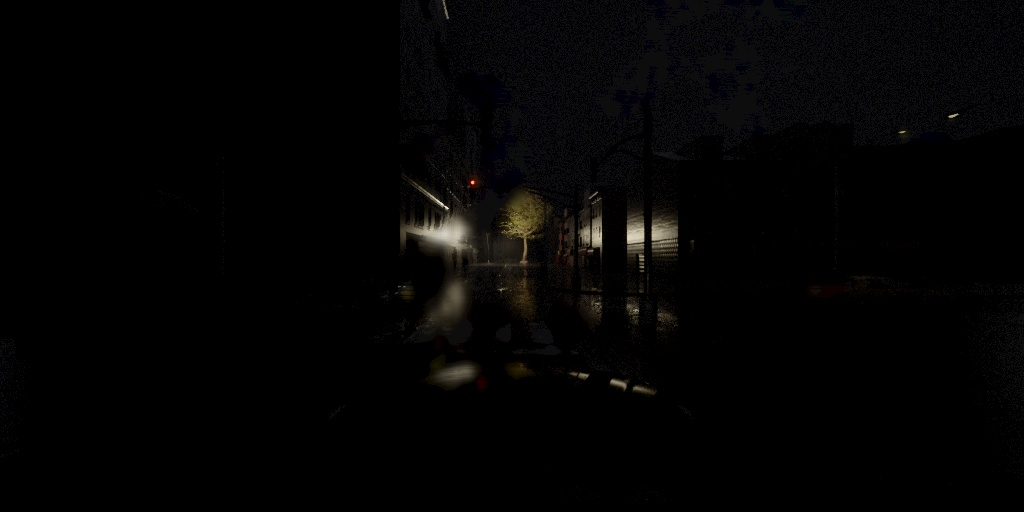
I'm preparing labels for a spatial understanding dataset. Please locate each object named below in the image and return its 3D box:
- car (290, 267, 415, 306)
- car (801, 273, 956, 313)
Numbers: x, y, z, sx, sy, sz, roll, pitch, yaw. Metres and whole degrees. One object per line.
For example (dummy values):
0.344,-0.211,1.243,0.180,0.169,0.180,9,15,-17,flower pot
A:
-6.549,1.219,14.898,4.892,1.490,1.837,0,0,-6,car
13.901,1.346,13.713,4.829,1.417,1.751,0,0,0,car
